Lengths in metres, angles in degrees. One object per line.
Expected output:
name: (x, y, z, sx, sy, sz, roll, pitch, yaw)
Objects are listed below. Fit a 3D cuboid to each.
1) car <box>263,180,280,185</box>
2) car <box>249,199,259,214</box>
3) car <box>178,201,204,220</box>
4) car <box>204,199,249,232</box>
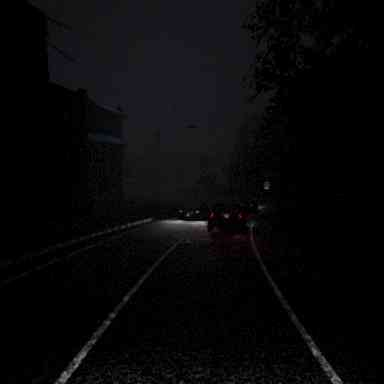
car: (20.327, -2.546, 83.128, 4.892, 1.490, 1.837, 3, 6, 30)
car: (6.285, 1.477, 37.035, 2.128, 1.511, 4.902, 2, 2, 17)
car: (0.227, 1.491, 27.717, 1.812, 1.442, 4.674, 1, 0, 13)
car: (2.247, 1.368, 20.482, 2.097, 1.767, 4.553, 1, 0, 10)
